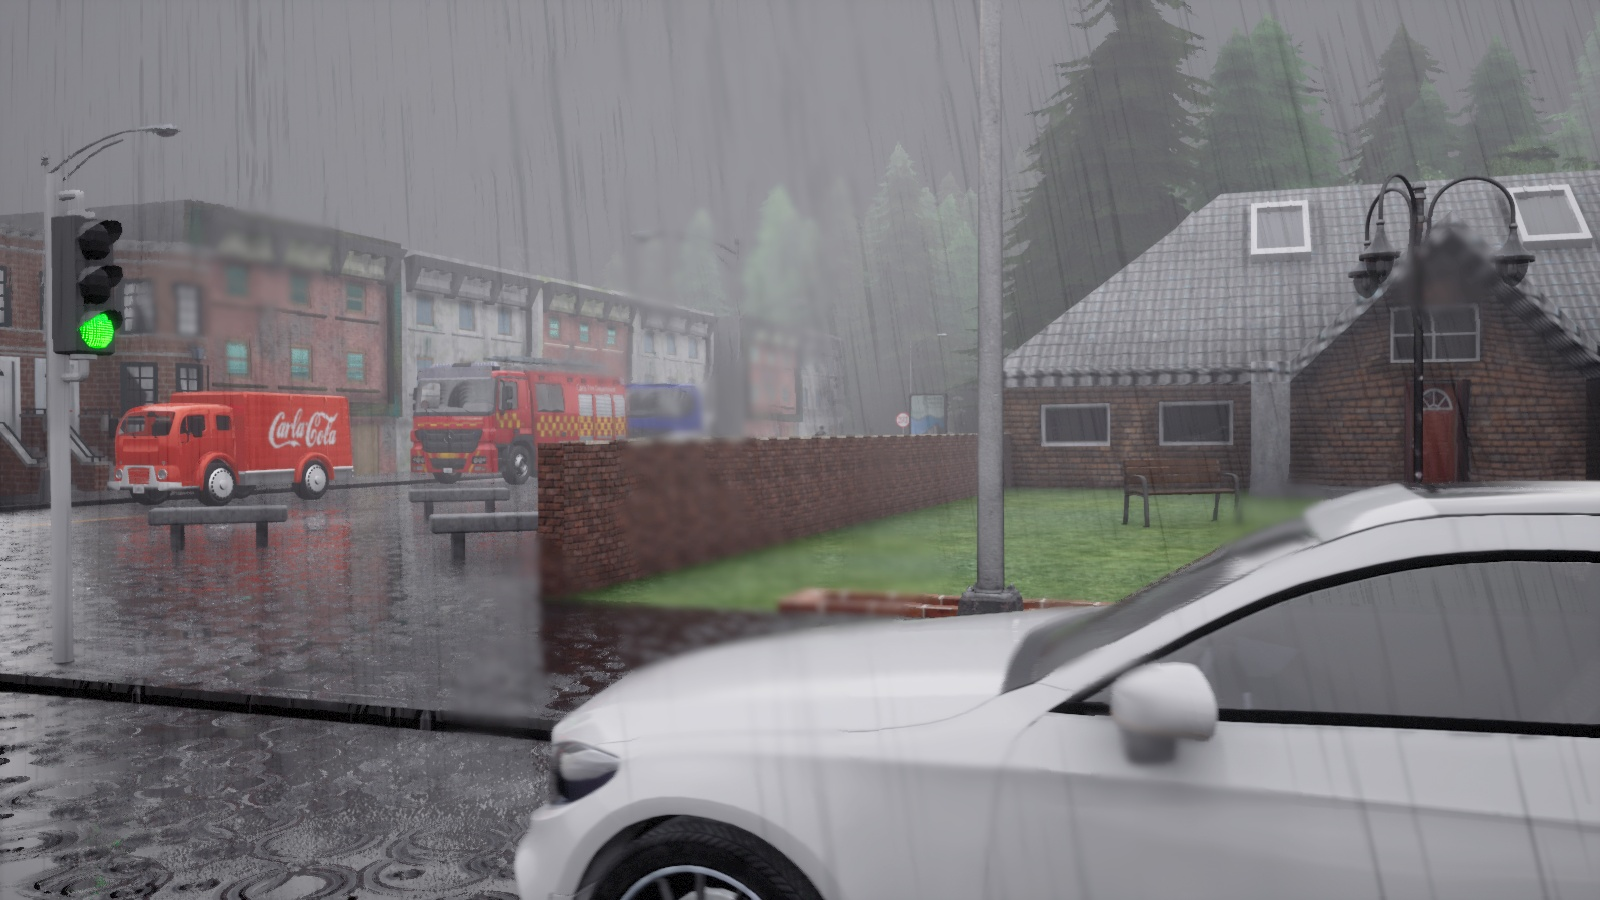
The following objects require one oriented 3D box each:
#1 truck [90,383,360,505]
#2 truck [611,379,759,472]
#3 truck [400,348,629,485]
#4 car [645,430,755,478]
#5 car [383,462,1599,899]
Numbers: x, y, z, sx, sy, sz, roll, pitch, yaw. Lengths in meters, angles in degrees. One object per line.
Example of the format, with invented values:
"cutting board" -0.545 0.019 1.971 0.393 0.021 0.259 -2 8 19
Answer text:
"truck" -12.732 -0.160 28.262 2.627 2.467 5.204 1 1 20
"truck" -4.482 -0.988 51.003 2.891 3.462 7.936 1 1 20
"truck" -8.667 -1.003 39.476 2.891 3.827 8.468 1 1 20
"car" -3.307 0.080 42.548 2.007 1.525 4.514 1 1 20
"car" 1.468 0.809 3.038 4.674 1.442 1.812 1 1 23
